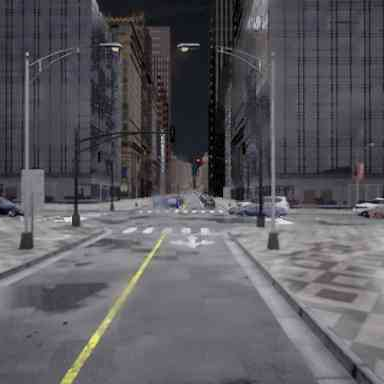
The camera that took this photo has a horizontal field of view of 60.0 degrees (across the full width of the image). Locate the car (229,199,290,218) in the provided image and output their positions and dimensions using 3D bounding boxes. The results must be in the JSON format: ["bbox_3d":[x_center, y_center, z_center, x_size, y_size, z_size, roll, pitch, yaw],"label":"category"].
[{"bbox_3d":[6.233,1.752,31.812,5.357,1.411,2.033,2,1,0],"label":"car"}]

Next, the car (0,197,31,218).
[{"bbox_3d":[-16.290,1.252,28.534,4.553,1.767,2.097,1,0,0],"label":"car"}]

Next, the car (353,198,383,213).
[{"bbox_3d":[20.016,1.652,34.984,5.566,2.045,2.150,1,0,0],"label":"car"}]

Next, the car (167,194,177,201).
[{"bbox_3d":[-5.310,1.536,89.746,2.192,1.841,5.009,0,0,0],"label":"car"}]

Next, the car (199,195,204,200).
[{"bbox_3d":[3.082,1.784,72.736,1.802,1.307,4.206,0,0,0],"label":"car"}]

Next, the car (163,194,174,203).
[{"bbox_3d":[-5.397,1.525,78.449,2.192,1.841,5.009,0,0,0],"label":"car"}]

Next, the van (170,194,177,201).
[{"bbox_3d":[-5.266,1.566,95.395,1.690,1.788,3.998,0,0,0],"label":"van"}]

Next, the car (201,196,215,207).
[{"bbox_3d":[2.952,1.736,55.789,1.947,1.339,4.313,0,0,0],"label":"car"}]

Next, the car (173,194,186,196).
[{"bbox_3d":[-2.627,1.743,68.663,2.033,1.411,5.357,0,0,1],"label":"car"}]

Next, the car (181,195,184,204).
[{"bbox_3d":[-2.776,1.740,58.310,1.994,1.385,4.181,0,0,1],"label":"car"}]

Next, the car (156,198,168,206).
[{"bbox_3d":[-5.530,1.765,61.503,1.802,1.307,4.206,0,0,0],"label":"car"}]

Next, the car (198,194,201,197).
[{"bbox_3d":[3.170,1.761,84.034,1.887,1.381,4.507,0,0,0],"label":"car"}]

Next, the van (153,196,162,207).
[{"bbox_3d":[-5.572,1.512,55.854,1.690,1.788,3.998,0,0,0],"label":"van"}]

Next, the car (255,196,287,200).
[{"bbox_3d":[7.533,1.480,35.462,5.566,2.045,2.150,1,0,7],"label":"car"}]

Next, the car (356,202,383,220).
[{"bbox_3d":[18.473,1.951,31.743,4.181,1.385,1.994,1,0,0],"label":"car"}]

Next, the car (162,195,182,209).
[{"bbox_3d":[-2.867,1.631,48.351,1.882,1.535,5.008,0,0,1],"label":"car"}]
